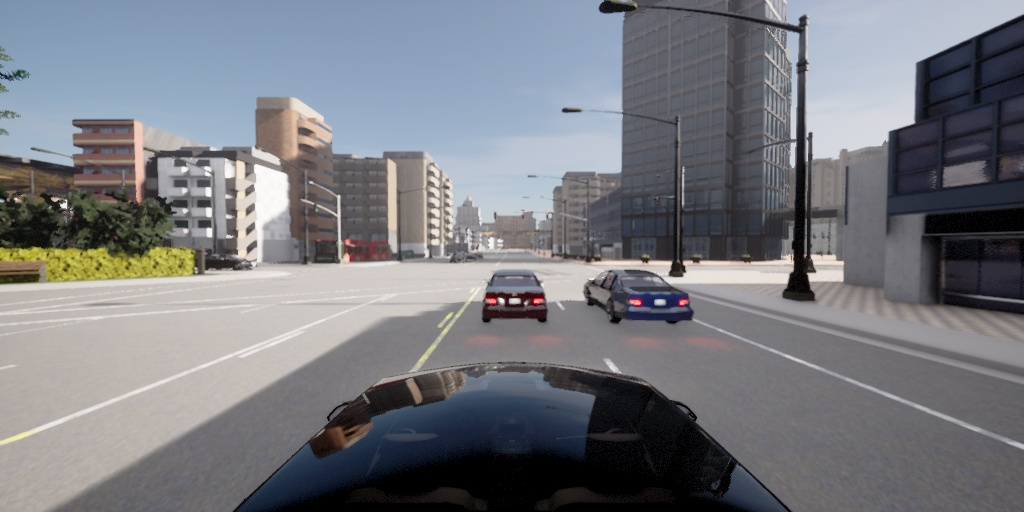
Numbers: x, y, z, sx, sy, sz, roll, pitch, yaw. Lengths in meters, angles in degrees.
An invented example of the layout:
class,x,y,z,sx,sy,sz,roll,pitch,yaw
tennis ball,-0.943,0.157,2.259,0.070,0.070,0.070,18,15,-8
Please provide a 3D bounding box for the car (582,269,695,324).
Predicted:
class,x,y,z,sx,sy,sz,roll,pitch,yaw
car,3.582,1.112,11.206,2.033,1.411,5.357,0,1,0

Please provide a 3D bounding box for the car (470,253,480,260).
class,x,y,z,sx,sy,sz,roll,pitch,yaw
car,-7.214,0.107,62.630,1.895,1.301,4.718,0,1,0

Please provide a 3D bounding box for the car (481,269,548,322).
class,x,y,z,sx,sy,sz,roll,pitch,yaw
car,0.065,1.111,11.382,2.033,1.411,5.357,0,1,0

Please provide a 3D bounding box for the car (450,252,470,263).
class,x,y,z,sx,sy,sz,roll,pitch,yaw
car,-7.215,0.217,48.687,1.837,1.490,4.892,0,1,0

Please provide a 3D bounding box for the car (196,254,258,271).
class,x,y,z,sx,sy,sz,roll,pitch,yaw
car,-25.521,0.578,32.130,4.902,1.511,2.128,0,2,0

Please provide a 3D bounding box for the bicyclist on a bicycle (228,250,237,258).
class,x,y,z,sx,sy,sz,roll,pitch,yaw
bicyclist on a bicycle,-30.894,0.193,39.625,0.582,1.620,1.656,0,2,0
